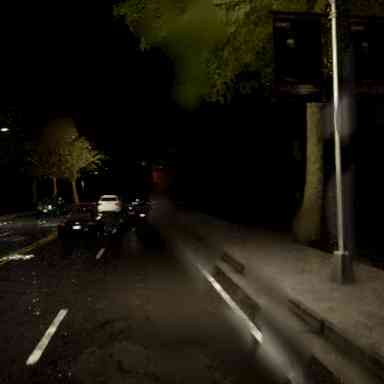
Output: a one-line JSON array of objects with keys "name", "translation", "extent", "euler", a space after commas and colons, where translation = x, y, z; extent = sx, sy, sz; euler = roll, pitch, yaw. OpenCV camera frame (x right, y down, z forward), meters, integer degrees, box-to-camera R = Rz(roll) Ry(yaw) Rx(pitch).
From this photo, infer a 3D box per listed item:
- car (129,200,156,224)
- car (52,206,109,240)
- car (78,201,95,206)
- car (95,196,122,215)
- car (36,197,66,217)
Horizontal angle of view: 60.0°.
[{"name": "car", "translation": [-3.847, 1.629, 25.633], "extent": [1.994, 1.385, 4.181], "euler": [-2, 0, -9]}, {"name": "car", "translation": [-5.931, 1.703, 18.171], "extent": [1.994, 1.385, 4.181], "euler": [-2, 0, -9]}, {"name": "car", "translation": [-13.167, 1.887, 41.541], "extent": [1.994, 1.385, 4.181], "euler": [-2, 0, -9]}, {"name": "car", "translation": [-8.842, 1.421, 36.223], "extent": [2.150, 2.045, 5.566], "euler": [-2, 0, -9]}, {"name": "car", "translation": [-15.847, 1.631, 37.625], "extent": [2.150, 2.045, 5.566], "euler": [-2, 0, -9]}]
